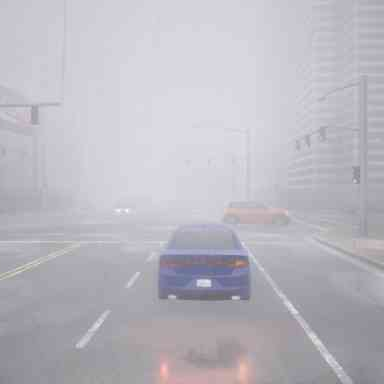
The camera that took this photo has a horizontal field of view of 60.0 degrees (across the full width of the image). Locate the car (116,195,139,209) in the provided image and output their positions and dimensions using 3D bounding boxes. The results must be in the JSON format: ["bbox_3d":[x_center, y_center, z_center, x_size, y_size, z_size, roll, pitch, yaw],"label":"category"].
[{"bbox_3d":[-9.143,1.564,46.176,1.994,1.385,4.181,0,0,2],"label":"car"}]

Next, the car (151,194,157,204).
[{"bbox_3d":[-8.421,1.547,66.200,2.033,1.411,5.357,0,0,3],"label":"car"}]

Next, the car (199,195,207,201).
[{"bbox_3d":[2.762,1.524,86.201,1.812,1.442,4.674,0,0,2],"label":"car"}]

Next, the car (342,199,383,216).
[{"bbox_3d":[17.226,1.505,32.333,4.892,1.490,1.837,0,0,2],"label":"car"}]

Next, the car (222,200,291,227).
[{"bbox_3d":[4.152,1.352,21.985,4.553,1.767,2.097,0,0,2],"label":"car"}]

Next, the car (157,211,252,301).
[{"bbox_3d":[0.308,1.478,8.424,1.882,1.535,5.008,0,0,2],"label":"car"}]

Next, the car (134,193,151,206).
[{"bbox_3d":[-8.831,1.221,55.520,2.150,2.045,5.566,0,0,2],"label":"car"}]
